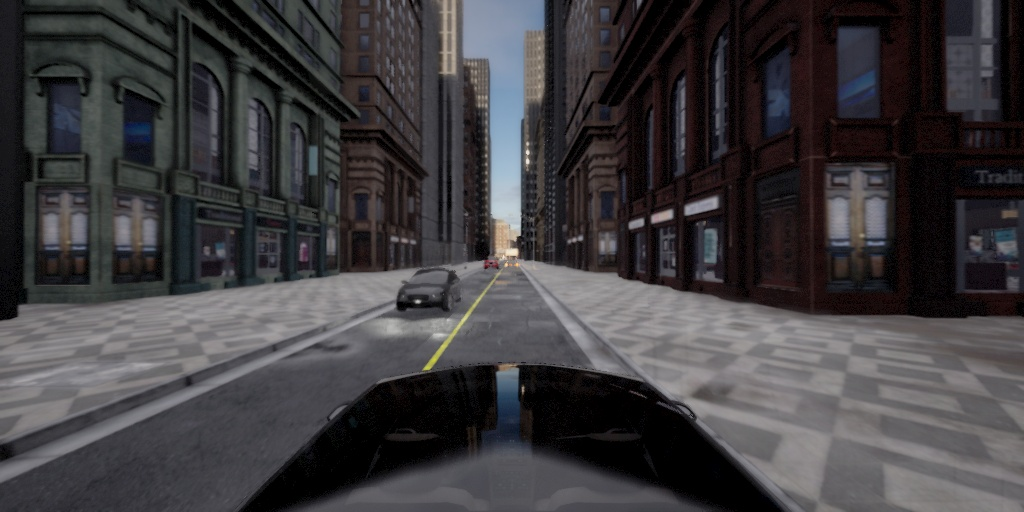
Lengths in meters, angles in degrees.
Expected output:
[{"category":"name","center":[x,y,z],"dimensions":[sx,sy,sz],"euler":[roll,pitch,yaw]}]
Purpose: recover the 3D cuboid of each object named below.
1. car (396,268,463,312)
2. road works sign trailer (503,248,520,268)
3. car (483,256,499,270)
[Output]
[{"category":"car","center":[-3.108,1.262,14.276],"dimensions":[1.837,1.490,4.892],"euler":[0,0,0]},{"category":"road works sign trailer","center":[-0.054,0.316,65.396],"dimensions":[2.380,3.560,2.880],"euler":[0,0,0]},{"category":"car","center":[-3.107,1.042,55.072],"dimensions":[2.150,2.045,5.566],"euler":[0,0,0]}]
